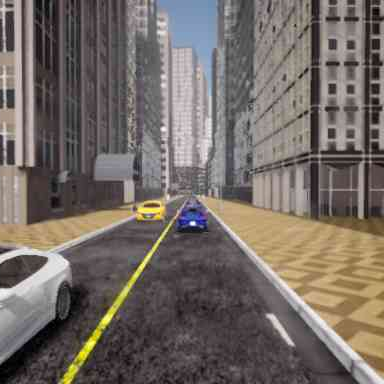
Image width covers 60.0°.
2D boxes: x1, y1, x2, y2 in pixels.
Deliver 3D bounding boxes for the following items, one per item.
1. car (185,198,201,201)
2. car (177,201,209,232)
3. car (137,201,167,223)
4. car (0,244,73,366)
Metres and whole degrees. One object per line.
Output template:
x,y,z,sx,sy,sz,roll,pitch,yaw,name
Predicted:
0.115,1.478,44.819,2.128,1.511,4.902,0,0,0,car
0.060,1.511,20.115,1.812,1.442,4.674,0,0,1,car
-3.047,1.462,25.883,1.882,1.535,5.008,0,0,0,car
-3.081,1.522,4.405,1.812,1.442,4.674,0,0,0,car
